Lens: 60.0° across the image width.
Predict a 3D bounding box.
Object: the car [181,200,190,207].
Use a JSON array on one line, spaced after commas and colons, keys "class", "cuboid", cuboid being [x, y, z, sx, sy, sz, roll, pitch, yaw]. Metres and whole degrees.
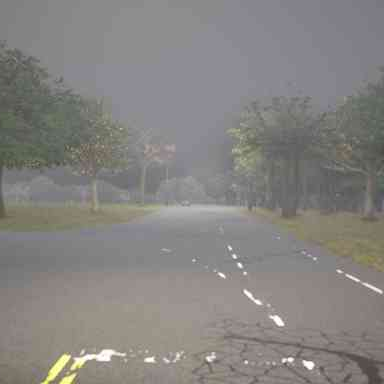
[{"class": "car", "cuboid": [-1.359, 2.565, 73.218, 2.033, 1.411, 5.357, 1, -1, 4]}]
